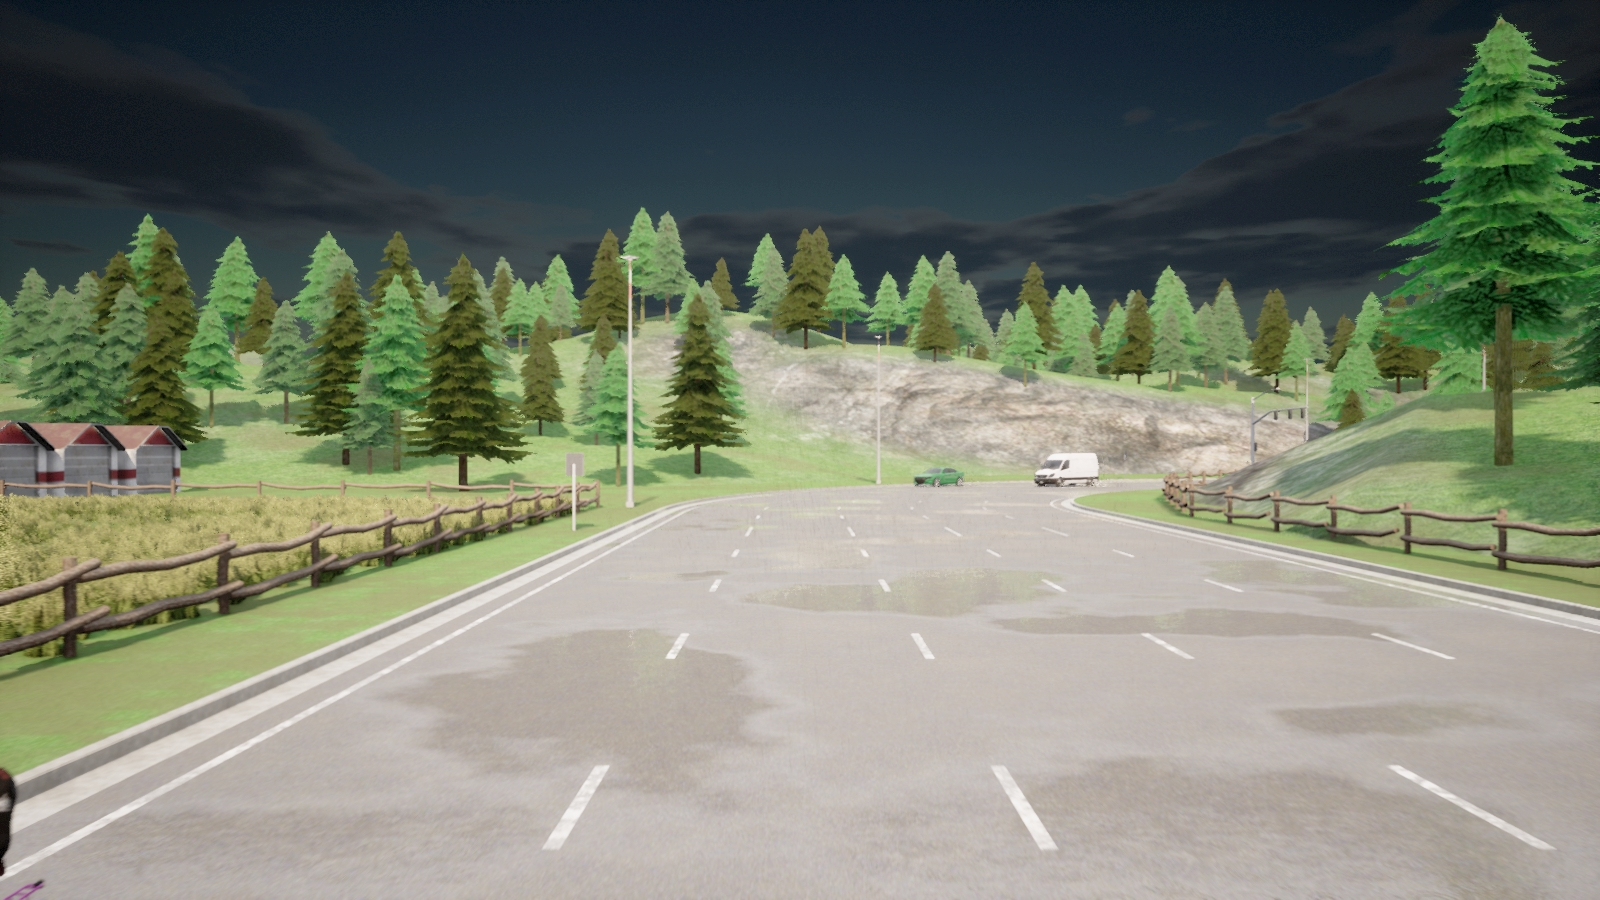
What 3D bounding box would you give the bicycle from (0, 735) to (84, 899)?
[{"bbox_3d":[-3.493,2.060,4.391,0.329,1.471,1.835,0,0,0],"label":"bicycle"}]
